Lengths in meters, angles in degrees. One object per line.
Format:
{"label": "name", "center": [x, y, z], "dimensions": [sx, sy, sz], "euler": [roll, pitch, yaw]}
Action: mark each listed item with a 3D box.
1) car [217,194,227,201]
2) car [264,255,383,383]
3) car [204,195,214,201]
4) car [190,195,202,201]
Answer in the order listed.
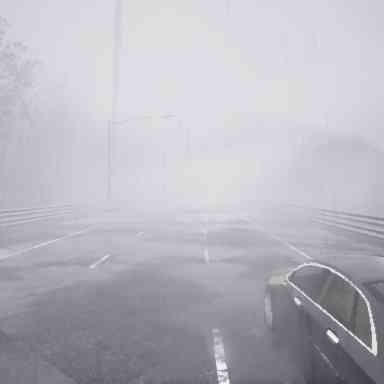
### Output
{"label": "car", "center": [7.695, 1.437, 86.132], "dimensions": [2.097, 1.767, 4.553], "euler": [0, 0, 7]}
{"label": "car", "center": [2.123, 1.508, 3.868], "dimensions": [1.837, 1.490, 4.892], "euler": [0, 0, 1]}
{"label": "car", "center": [4.131, 1.677, 85.789], "dimensions": [1.895, 1.301, 4.718], "euler": [0, 0, 7]}
{"label": "car", "center": [0.601, 1.622, 85.736], "dimensions": [2.033, 1.411, 5.357], "euler": [0, 0, 7]}
